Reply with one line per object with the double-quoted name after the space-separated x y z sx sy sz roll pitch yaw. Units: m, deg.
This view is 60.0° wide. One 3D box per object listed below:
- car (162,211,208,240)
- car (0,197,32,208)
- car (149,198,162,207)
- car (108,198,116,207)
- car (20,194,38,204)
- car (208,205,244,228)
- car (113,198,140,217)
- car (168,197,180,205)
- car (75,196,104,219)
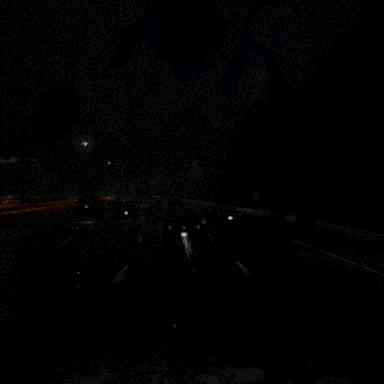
-0.585 1.635 17.279 1.895 1.301 4.718 -1 0 -6 "car"
-21.939 1.815 41.141 1.882 1.535 5.008 -1 0 -8 "car"
-5.881 1.649 53.874 2.128 1.511 4.902 -1 0 -8 "car"
-13.361 1.780 57.033 1.812 1.442 4.674 -1 0 -8 "car"
-27.333 1.369 55.199 2.150 2.045 5.566 -1 0 -8 "car"
2.096 1.573 22.492 1.994 1.385 4.181 -1 0 -7 "car"
-6.376 1.636 32.801 1.837 1.490 4.892 0 0 -9 "car"
-3.185 1.625 60.125 2.128 1.511 4.902 -1 0 -7 "car"
-9.710 1.393 31.849 2.150 2.045 5.566 -1 0 -9 "car"
